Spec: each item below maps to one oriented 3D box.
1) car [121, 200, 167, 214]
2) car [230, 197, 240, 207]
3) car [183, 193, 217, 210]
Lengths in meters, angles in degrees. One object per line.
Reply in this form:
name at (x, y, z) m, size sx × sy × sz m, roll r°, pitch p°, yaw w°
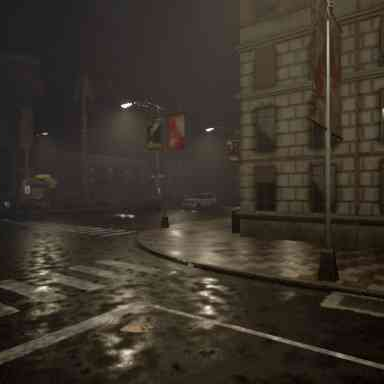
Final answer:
car at (-5.014, 1.547, 35.613) m, size 2.033 × 1.411 × 5.357 m, roll 0°, pitch 0°, yaw 36°
car at (7.924, 1.478, 51.635) m, size 5.008 × 1.535 × 1.882 m, roll 0°, pitch 0°, yaw -43°
car at (1.100, 1.222, 43.866) m, size 2.150 × 2.045 × 5.566 m, roll 0°, pitch 0°, yaw 37°
